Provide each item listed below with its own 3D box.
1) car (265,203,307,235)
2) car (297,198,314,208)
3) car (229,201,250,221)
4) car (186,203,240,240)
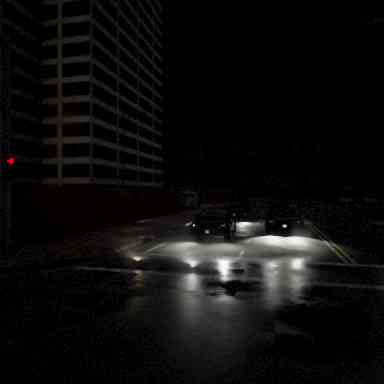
[{"bbox_3d":[5.212,1.562,18.914,1.994,1.385,4.181,0,0,14],"label":"car"},{"bbox_3d":[16.128,1.557,47.570,1.994,1.385,4.181,0,0,12],"label":"car"},{"bbox_3d":[3.716,1.503,27.367,1.837,1.490,4.892,0,0,14],"label":"car"},{"bbox_3d":[1.222,1.525,17.292,1.812,1.442,4.674,0,0,13],"label":"car"}]
